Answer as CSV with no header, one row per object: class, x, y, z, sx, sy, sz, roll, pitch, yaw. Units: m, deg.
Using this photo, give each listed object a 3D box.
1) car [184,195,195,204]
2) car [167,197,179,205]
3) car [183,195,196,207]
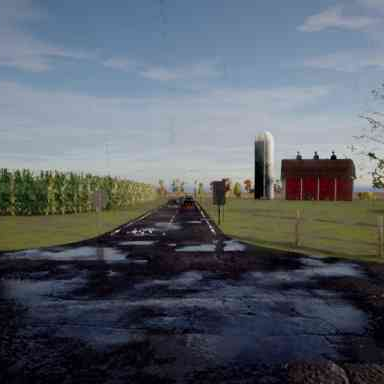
car,-0.525,1.391,63.530,2.097,1.767,4.553,0,0,-1
car,-3.225,1.595,57.716,1.994,1.385,4.181,0,0,0
car,-0.436,1.529,53.124,1.837,1.490,4.892,0,0,0
